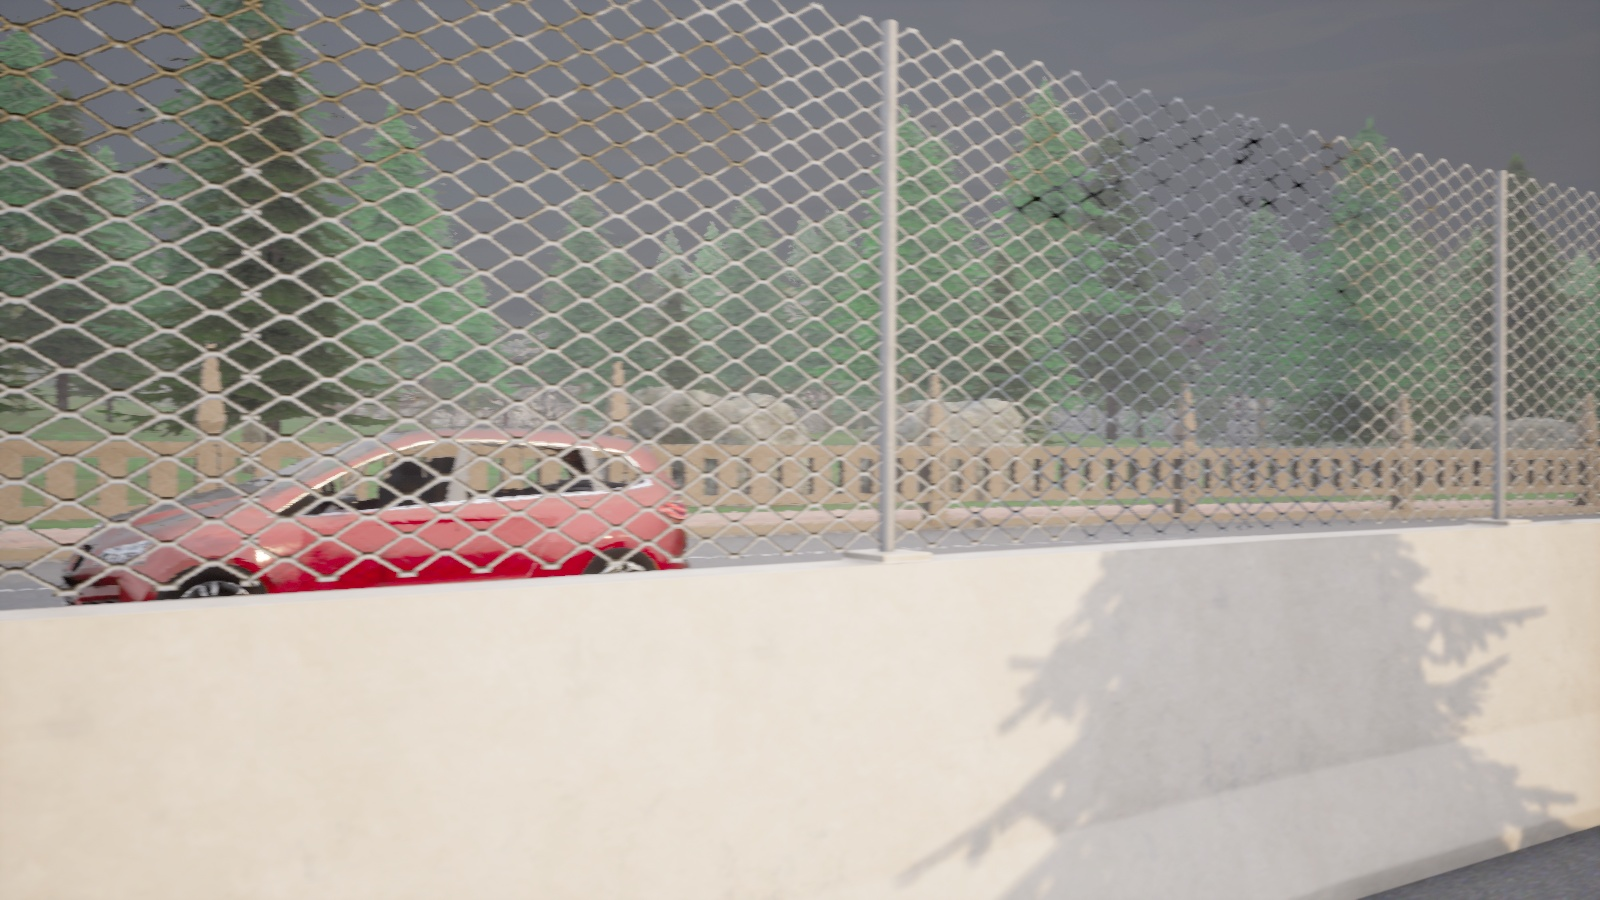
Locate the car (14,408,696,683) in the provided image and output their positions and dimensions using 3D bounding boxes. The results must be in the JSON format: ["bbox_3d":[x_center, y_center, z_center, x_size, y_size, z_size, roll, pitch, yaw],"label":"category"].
[{"bbox_3d":[-3.381,0.580,9.801,4.611,1.667,2.242,0,0,-34],"label":"car"}]
